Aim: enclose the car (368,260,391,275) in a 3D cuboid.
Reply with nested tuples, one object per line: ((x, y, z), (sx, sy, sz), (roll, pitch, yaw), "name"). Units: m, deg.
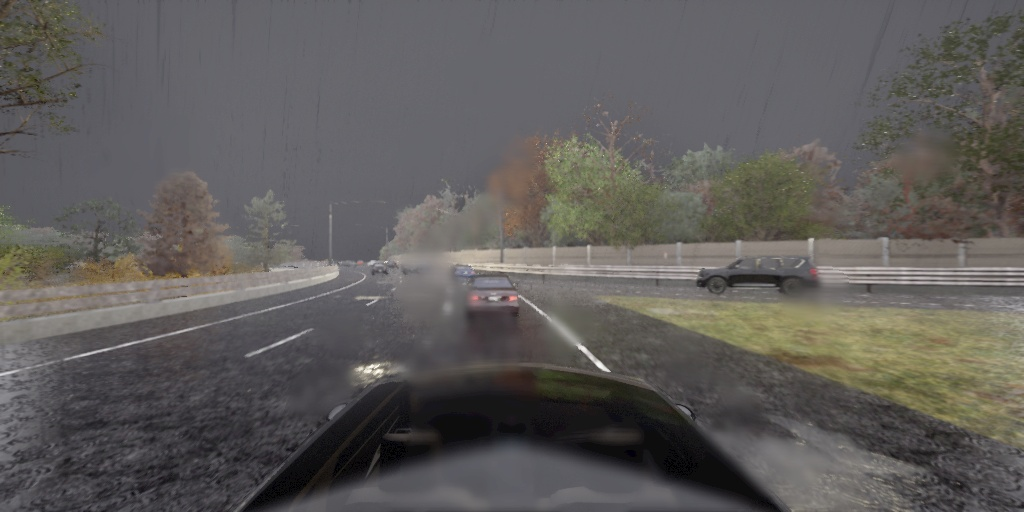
((-17.166, 1.629, 46.217), (1.812, 1.442, 4.674), (0, 0, -25), "car")

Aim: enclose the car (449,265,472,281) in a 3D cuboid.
((-4.639, 1.516, 33.015), (2.033, 1.411, 5.357), (0, 0, -16), "car")

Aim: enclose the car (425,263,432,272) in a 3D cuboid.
((-13.841, 1.693, 54.999), (2.033, 1.411, 5.357), (0, 0, -29), "car")

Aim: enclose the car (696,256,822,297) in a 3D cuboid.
((13.001, 1.027, 19.307), (5.566, 2.045, 2.150), (-1, -1, 28), "car")

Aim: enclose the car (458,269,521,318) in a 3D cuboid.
((-0.780, 1.375, 13.419), (2.033, 1.411, 5.357), (0, 0, -5), "car")

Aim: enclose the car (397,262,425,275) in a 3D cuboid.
((-12.633, 1.566, 44.632), (2.128, 1.511, 4.902), (0, 0, -23), "car")
